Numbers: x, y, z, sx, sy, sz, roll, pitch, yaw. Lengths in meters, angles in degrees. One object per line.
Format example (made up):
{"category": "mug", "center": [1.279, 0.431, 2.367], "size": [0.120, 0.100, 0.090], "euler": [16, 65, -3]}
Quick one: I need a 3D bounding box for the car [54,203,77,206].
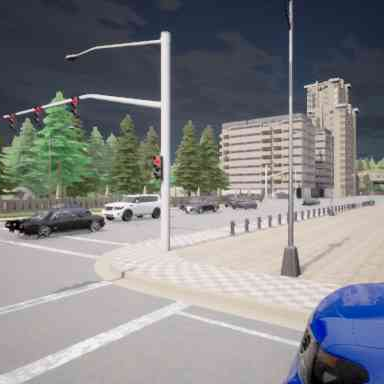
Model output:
{"category": "car", "center": [-9.977, 1.562, 25.799], "size": [1.994, 1.385, 4.181], "euler": [0, 0, 36]}

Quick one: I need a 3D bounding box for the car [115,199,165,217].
{"category": "car", "center": [-5.012, 1.489, 32.758], "size": [2.128, 1.511, 4.902], "euler": [0, 0, 35]}

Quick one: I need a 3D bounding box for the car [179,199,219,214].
{"category": "car", "center": [1.082, 1.490, 35.271], "size": [2.128, 1.511, 4.902], "euler": [0, 0, 36]}

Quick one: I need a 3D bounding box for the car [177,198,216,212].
{"category": "car", "center": [0.665, 1.545, 40.714], "size": [2.033, 1.411, 5.357], "euler": [0, 0, 36]}

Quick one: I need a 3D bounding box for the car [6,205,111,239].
{"category": "car", "center": [-6.929, 1.599, 17.514], "size": [1.895, 1.301, 4.718], "euler": [0, 0, 38]}

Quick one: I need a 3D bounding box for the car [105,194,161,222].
{"category": "car", "center": [-4.683, 1.220, 27.192], "size": [2.150, 2.045, 5.566], "euler": [0, 0, 35]}

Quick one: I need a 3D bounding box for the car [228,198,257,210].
{"category": "car", "center": [6.909, 1.562, 43.412], "size": [1.994, 1.385, 4.181], "euler": [0, 0, 36]}

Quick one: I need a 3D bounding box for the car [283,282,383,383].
{"category": "car", "center": [3.316, 1.222, 1.601], "size": [5.566, 2.045, 2.150], "euler": [0, 0, 36]}

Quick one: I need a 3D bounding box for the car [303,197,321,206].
{"category": "car", "center": [19.951, 1.562, 55.363], "size": [1.994, 1.385, 4.181], "euler": [0, 0, 35]}

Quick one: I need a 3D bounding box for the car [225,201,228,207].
{"category": "car", "center": [6.491, 1.562, 48.822], "size": [1.994, 1.385, 4.181], "euler": [0, 0, 36]}
